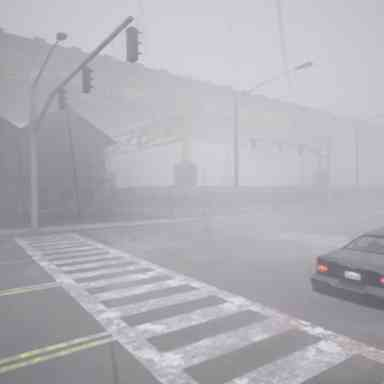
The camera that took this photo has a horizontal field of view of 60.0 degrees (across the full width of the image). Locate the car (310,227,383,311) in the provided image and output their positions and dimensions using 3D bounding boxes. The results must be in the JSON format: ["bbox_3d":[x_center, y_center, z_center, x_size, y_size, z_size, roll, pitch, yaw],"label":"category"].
[{"bbox_3d":[4.806,1.453,7.176,5.357,1.411,2.033,-1,1,-35],"label":"car"}]
